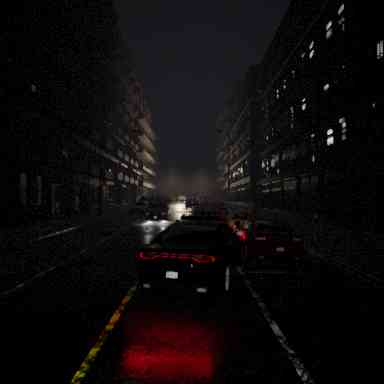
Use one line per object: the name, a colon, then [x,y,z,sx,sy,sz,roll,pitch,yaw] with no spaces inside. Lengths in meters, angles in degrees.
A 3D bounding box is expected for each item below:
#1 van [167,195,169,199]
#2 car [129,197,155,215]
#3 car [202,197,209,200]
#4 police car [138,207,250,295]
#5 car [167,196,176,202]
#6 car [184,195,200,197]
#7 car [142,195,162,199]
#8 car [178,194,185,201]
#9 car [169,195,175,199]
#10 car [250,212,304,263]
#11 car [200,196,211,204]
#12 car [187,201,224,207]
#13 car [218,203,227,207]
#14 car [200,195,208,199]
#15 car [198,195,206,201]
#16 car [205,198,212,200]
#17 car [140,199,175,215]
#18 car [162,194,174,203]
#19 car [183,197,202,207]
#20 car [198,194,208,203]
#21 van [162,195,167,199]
van: [-5.253,1.442,56.297,1.690,1.788,3.998,1,0,0]
car: [-5.272,1.569,34.005,1.752,1.417,4.829,2,0,0]
car: [2.611,1.606,39.638,2.008,1.369,4.403,1,0,0]
police car: [0.281,1.431,9.034,1.930,1.638,5.238,0,0,15]
car: [-5.240,1.775,83.950,1.947,1.339,4.313,1,0,0]
car: [0.041,1.675,59.372,1.994,1.385,4.181,0,0,0]
car: [-5.263,1.370,39.707,2.192,1.841,5.009,2,0,0]
car: [-2.687,1.464,90.616,2.150,2.045,5.566,0,0,0]
car: [-5.245,1.455,67.358,2.192,1.841,5.009,1,0,0]
car: [2.592,1.553,11.984,1.887,1.381,4.507,1,0,0]
car: [2.640,1.580,67.292,1.967,1.590,4.097,1,0,0]
car: [0.837,1.494,18.653,1.882,1.535,5.008,0,0,0]
car: [2.597,1.540,17.686,1.752,1.417,4.829,1,0,0]
car: [2.623,1.645,56.230,1.887,1.381,4.507,1,0,0]
car: [2.613,1.675,89.417,1.967,1.590,4.097,1,0,0]
car: [2.607,1.588,34.106,1.887,1.381,4.507,1,0,0]
car: [-2.829,1.579,28.375,2.033,1.411,5.357,0,0,0]
car: [-5.241,1.477,72.888,2.192,1.841,5.009,1,0,0]
car: [0.047,1.671,45.859,1.895,1.301,4.718,0,0,0]
car: [2.609,1.499,78.354,2.192,1.841,5.009,1,0,0]
van: [-5.256,1.424,50.765,1.690,1.788,3.998,2,0,0]
